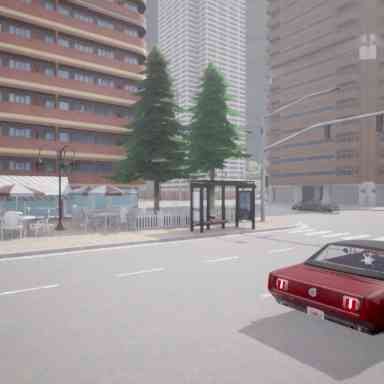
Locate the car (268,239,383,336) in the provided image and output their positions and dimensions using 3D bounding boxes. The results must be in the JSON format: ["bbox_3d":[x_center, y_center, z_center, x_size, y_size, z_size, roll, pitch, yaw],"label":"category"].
[{"bbox_3d":[3.733,1.601,6.473,4.718,1.301,1.895,0,0,-36],"label":"car"}]

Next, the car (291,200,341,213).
[{"bbox_3d":[13.863,1.603,37.465,2.033,1.411,5.357,0,0,-35],"label":"car"}]
